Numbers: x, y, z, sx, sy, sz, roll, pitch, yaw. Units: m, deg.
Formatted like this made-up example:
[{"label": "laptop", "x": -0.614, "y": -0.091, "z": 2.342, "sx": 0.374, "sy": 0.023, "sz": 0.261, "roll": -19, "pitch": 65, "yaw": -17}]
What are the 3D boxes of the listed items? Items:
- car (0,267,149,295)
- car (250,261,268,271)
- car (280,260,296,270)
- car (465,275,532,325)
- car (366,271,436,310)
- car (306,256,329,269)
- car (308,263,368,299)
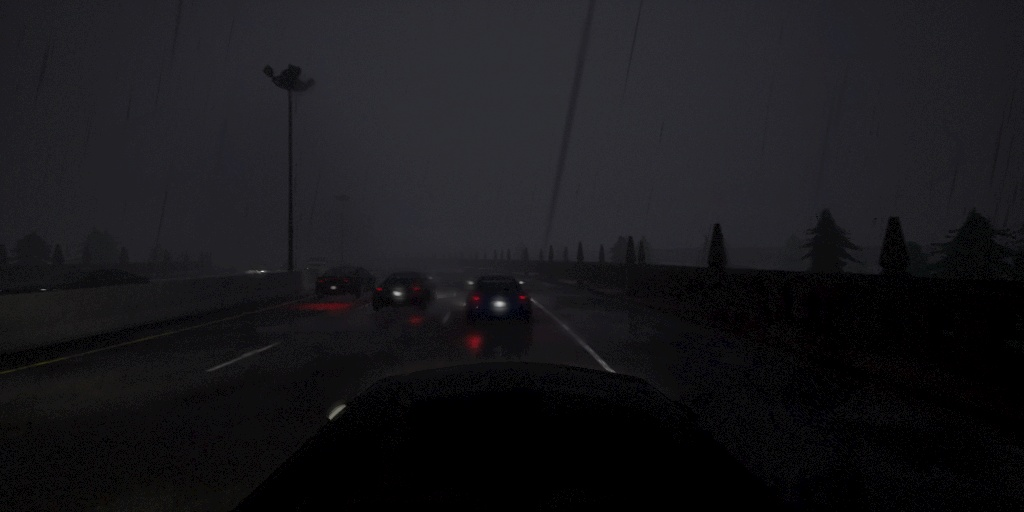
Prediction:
[{"label": "car", "x": -18.698, "y": 1.274, "z": 15.666, "sx": 1.882, "sy": 1.535, "sz": 5.008, "roll": 0, "pitch": 0, "yaw": -9}, {"label": "car", "x": -35.726, "y": 1.400, "z": 50.703, "sx": 1.994, "sy": 1.385, "sz": 4.181, "roll": 0, "pitch": 0, "yaw": -33}, {"label": "car", "x": -33.811, "y": 1.309, "z": 54.129, "sx": 1.882, "sy": 1.535, "sz": 5.008, "roll": 0, "pitch": 0, "yaw": -34}, {"label": "car", "x": -0.508, "y": 1.314, "z": 11.976, "sx": 1.994, "sy": 1.385, "sz": 4.181, "roll": 0, "pitch": 0, "yaw": -5}, {"label": "car", "x": -4.302, "y": 1.324, "z": 14.801, "sx": 1.994, "sy": 1.385, "sz": 4.181, "roll": 0, "pitch": 0, "yaw": -6}, {"label": "car", "x": -24.018, "y": 1.029, "z": 44.344, "sx": 2.150, "sy": 2.045, "sz": 5.566, "roll": 0, "pitch": 0, "yaw": -26}, {"label": "car", "x": -8.311, "y": 1.248, "z": 18.371, "sx": 1.882, "sy": 1.535, "sz": 5.008, "roll": 0, "pitch": 0, "yaw": -9}]
